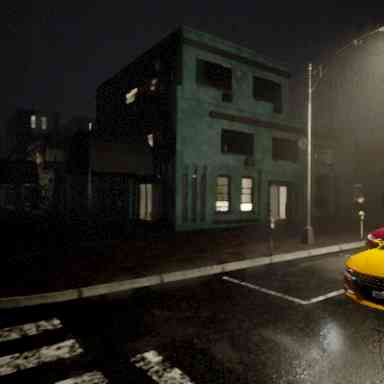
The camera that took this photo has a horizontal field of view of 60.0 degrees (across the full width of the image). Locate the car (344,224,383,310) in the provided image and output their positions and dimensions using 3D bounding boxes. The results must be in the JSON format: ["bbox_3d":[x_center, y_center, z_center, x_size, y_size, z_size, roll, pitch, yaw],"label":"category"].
[{"bbox_3d":[5.230,1.475,7.094,5.008,1.535,1.882,0,0,-35],"label":"car"}]
